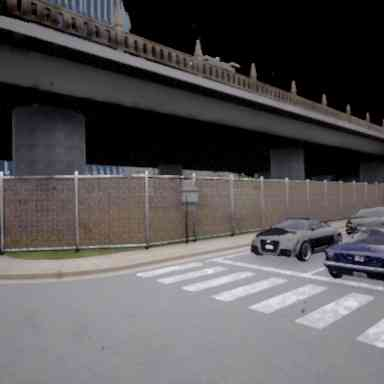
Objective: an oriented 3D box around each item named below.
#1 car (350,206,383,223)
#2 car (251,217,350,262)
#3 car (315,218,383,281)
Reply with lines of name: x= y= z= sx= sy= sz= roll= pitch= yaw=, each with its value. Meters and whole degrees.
car: x=10.330 y=1.605 z=18.708 sx=4.892 sy=1.490 sz=1.837 roll=0 pitch=-1 yaw=-43
car: x=4.101 y=1.695 z=12.824 sx=4.181 sy=1.385 sz=1.994 roll=0 pitch=-1 yaw=-43
car: x=5.567 y=1.648 z=9.396 sx=4.718 sy=1.301 sz=1.895 roll=0 pitch=-1 yaw=-43
